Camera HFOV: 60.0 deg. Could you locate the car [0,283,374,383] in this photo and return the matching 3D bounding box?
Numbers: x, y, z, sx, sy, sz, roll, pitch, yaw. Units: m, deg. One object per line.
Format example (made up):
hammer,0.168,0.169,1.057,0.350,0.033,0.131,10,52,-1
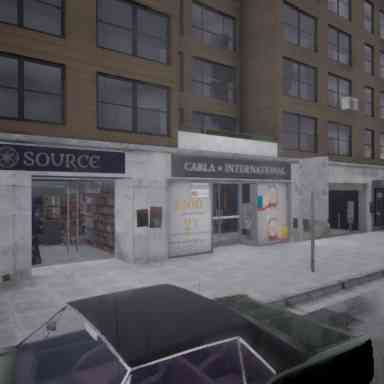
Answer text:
car,-0.651,1.601,2.589,4.718,1.301,1.895,0,0,-35
